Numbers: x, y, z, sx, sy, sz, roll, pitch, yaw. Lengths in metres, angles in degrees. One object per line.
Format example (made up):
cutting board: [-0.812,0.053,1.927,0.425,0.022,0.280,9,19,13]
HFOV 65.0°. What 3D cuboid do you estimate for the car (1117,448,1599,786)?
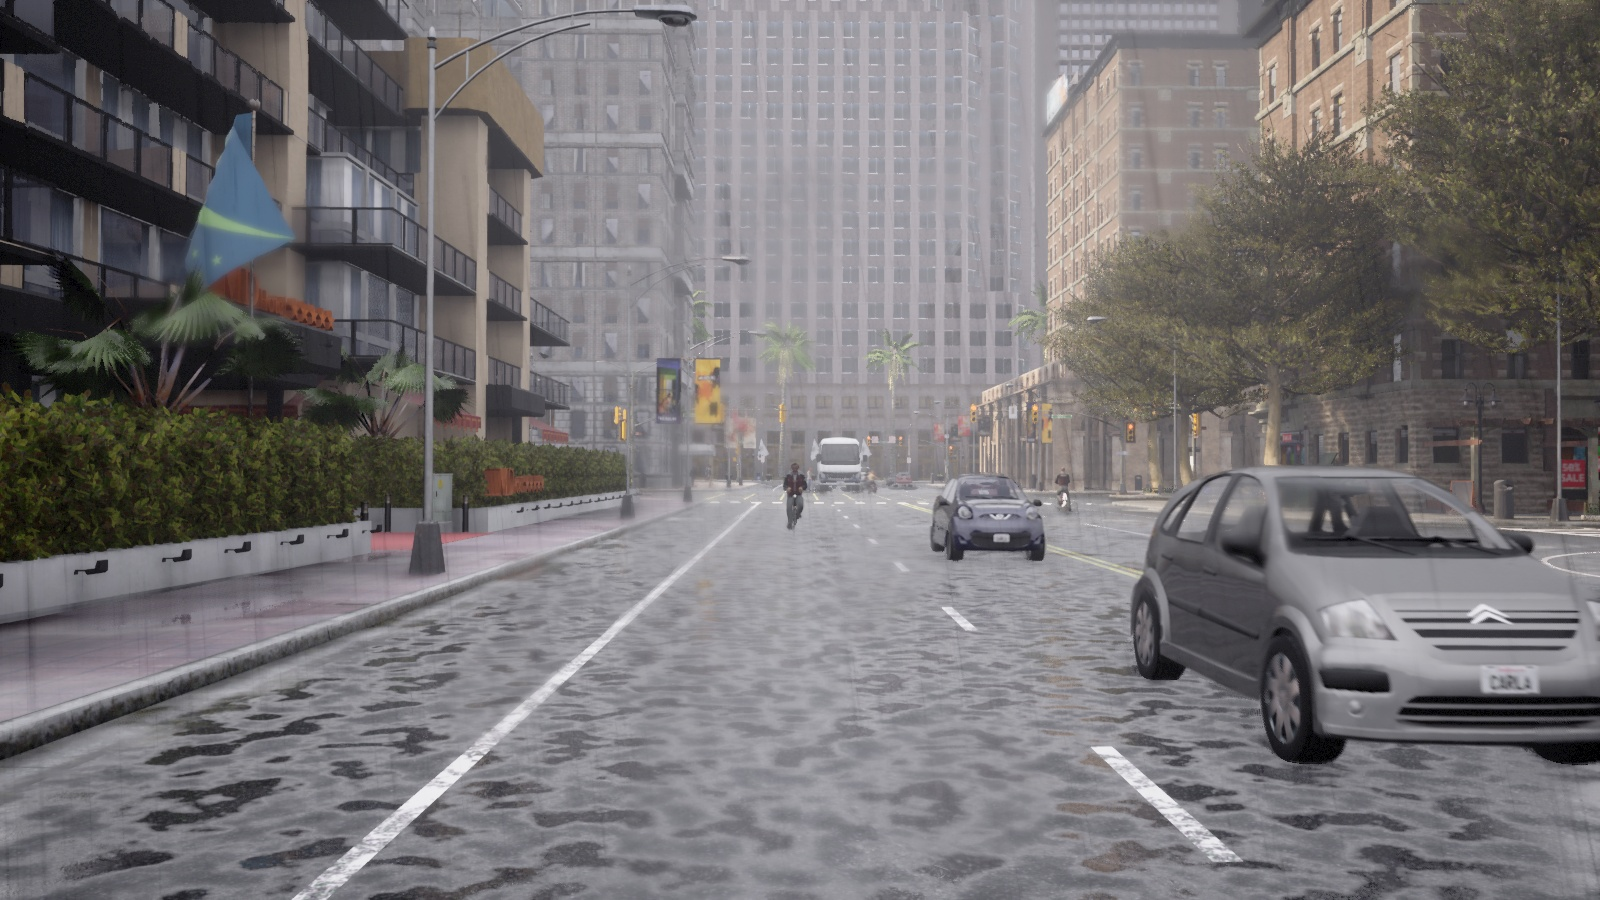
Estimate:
car: [3.468,0.834,8.036,1.851,1.617,3.988,0,-1,0]

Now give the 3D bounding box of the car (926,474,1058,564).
car: [3.414,1.200,22.967,1.845,1.501,3.633,0,-1,0]
